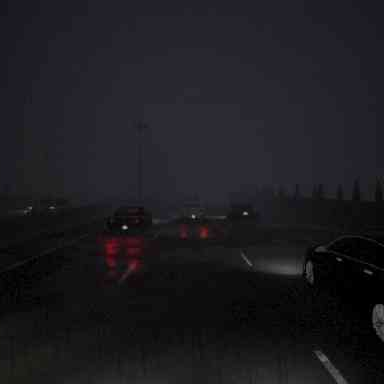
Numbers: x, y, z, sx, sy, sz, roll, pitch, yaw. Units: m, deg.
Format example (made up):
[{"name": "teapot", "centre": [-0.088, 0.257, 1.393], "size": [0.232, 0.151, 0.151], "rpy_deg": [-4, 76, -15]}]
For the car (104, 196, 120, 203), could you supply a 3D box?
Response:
[{"name": "car", "centre": [-14.013, 1.268, 58.182], "size": [1.895, 1.301, 4.718], "rpy_deg": [0, 0, 0]}]

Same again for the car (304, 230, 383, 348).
[{"name": "car", "centre": [3.601, 1.466, 6.107], "size": [1.837, 1.490, 4.892], "rpy_deg": [0, 0, 0]}]

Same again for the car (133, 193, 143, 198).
[{"name": "car", "centre": [-10.615, 0.766, 65.643], "size": [1.812, 1.442, 4.674], "rpy_deg": [0, 0, -1]}]

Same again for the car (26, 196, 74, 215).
[{"name": "car", "centre": [-10.591, 1.203, 25.171], "size": [2.097, 1.767, 4.553], "rpy_deg": [0, 0, 0]}]

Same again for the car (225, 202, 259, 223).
[{"name": "car", "centre": [3.603, 1.419, 24.431], "size": [1.994, 1.385, 4.181], "rpy_deg": [0, 0, 0]}]

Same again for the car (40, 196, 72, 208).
[{"name": "car", "centre": [-17.562, 1.245, 43.099], "size": [2.128, 1.511, 4.902], "rpy_deg": [0, 0, 0]}]

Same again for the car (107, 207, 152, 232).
[{"name": "car", "centre": [-3.399, 1.486, 19.070], "size": [1.895, 1.301, 4.718], "rpy_deg": [0, 0, 0]}]

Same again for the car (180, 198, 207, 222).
[{"name": "car", "centre": [0.095, 1.381, 24.334], "size": [1.812, 1.442, 4.674], "rpy_deg": [0, 0, 0]}]
